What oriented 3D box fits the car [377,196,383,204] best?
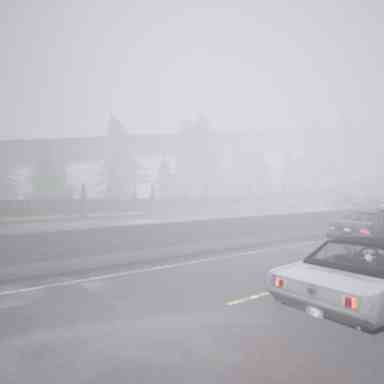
[{"bbox_3d":[20.070,0.639,31.191,5.566,2.045,2.150,-3,2,-35],"label":"car"}]

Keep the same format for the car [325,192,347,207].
[{"bbox_3d":[17.008,0.840,37.600,4.902,1.511,2.128,-4,2,-35],"label":"car"}]

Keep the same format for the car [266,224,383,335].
[{"bbox_3d":[3.683,1.528,6.376,4.718,1.301,1.895,-1,0,-36],"label":"car"}]

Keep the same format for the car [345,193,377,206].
[{"bbox_3d":[18.015,0.982,34.026,4.181,1.385,1.994,-4,2,-35],"label":"car"}]

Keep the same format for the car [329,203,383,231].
[{"bbox_3d":[7.664,1.393,13.516,5.357,1.411,2.033,-1,0,-36],"label":"car"}]
